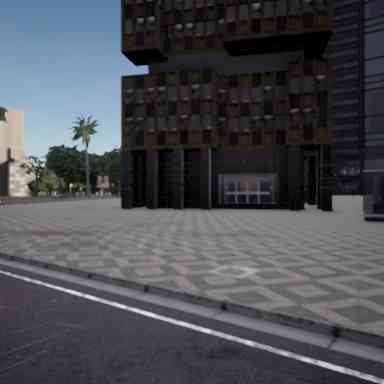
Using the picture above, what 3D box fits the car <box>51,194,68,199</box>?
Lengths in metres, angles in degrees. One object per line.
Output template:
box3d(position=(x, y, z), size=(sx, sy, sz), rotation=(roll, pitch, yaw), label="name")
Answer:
box3d(position=(-33.489, 1.107, 84.368), size=(2.033, 1.411, 5.357), rotation=(0, 0, 10), label="car")
